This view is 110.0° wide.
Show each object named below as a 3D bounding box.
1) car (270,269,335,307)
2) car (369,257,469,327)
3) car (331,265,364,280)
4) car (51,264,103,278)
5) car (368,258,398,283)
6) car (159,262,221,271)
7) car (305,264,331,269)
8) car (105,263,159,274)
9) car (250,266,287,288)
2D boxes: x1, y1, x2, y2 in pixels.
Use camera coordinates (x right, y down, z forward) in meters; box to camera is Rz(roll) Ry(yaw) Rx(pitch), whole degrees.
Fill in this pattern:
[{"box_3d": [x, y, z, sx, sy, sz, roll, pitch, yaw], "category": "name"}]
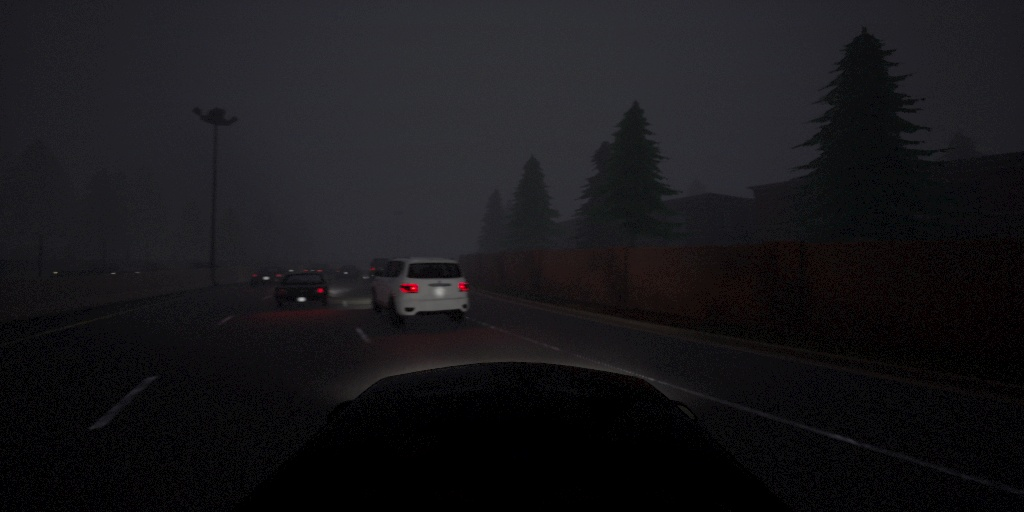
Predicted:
[{"box_3d": [-9.180, 1.418, 16.048, 1.895, 1.301, 4.718, 1, -1, -25], "category": "car"}, {"box_3d": [-3.328, 1.066, 12.306, 2.150, 2.045, 5.566, 1, -1, -29], "category": "car"}, {"box_3d": [-15.549, 1.538, 34.499, 1.994, 1.385, 4.181, 1, -1, -14], "category": "car"}, {"box_3d": [-32.067, 1.270, 27.534, 1.895, 1.301, 4.718, 1, -1, -15], "category": "car"}, {"box_3d": [-11.346, 1.217, 31.887, 2.150, 2.045, 5.566, 1, -1, -16], "category": "car"}, {"box_3d": [-25.143, 1.267, 28.746, 2.128, 1.511, 4.902, 1, -1, -15], "category": "car"}, {"box_3d": [-19.607, 1.500, 36.833, 2.033, 1.411, 5.357, 1, -1, -12], "category": "car"}, {"box_3d": [-28.565, 1.245, 27.992, 1.812, 1.442, 4.674, 1, -1, -15], "category": "car"}, {"box_3d": [-16.418, 1.402, 24.873, 1.994, 1.385, 4.181, 1, -1, -20], "category": "car"}]
